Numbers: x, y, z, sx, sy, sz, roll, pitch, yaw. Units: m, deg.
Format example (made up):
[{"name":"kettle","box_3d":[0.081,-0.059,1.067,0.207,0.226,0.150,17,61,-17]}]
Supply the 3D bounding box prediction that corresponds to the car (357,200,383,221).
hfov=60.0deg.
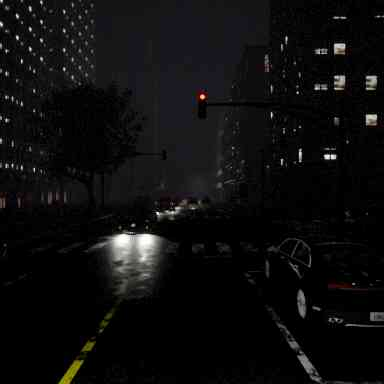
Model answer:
[{"name":"car","box_3d":[14.931,1.283,23.796,4.892,1.490,1.837,-1,0,-1]}]

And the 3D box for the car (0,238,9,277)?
[{"name":"car","box_3d":[-5.694,1.545,6.947,1.887,1.381,4.507,0,0,0]}]

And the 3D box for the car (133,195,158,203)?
[{"name":"car","box_3d":[-5.706,1.336,39.335,2.192,1.841,5.009,0,0,0]}]

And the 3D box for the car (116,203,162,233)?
[{"name":"car","box_3d":[-3.107,1.569,19.616,1.994,1.385,4.181,0,0,0]}]

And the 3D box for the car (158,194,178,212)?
[{"name":"car","box_3d":[-3.113,1.373,39.944,2.097,1.767,4.553,0,0,0]}]

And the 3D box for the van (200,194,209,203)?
[{"name":"van","box_3d":[2.664,1.402,72.475,1.690,1.788,3.998,0,0,0]}]

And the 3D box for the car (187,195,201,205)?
[{"name":"car","box_3d":[0.081,1.643,59.294,1.895,1.301,4.718,0,0,0]}]

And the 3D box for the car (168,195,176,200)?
[{"name":"car","box_3d":[-5.724,1.654,94.564,2.008,1.369,4.403,0,0,0]}]

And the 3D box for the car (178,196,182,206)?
[{"name":"car","box_3d":[-3.109,1.637,53.872,1.895,1.301,4.718,0,0,0]}]

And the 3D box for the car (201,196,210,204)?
[{"name":"car","box_3d":[2.666,1.578,67.122,1.752,1.417,4.829,0,0,0]}]

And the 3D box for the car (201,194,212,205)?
[{"name":"car","box_3d":[2.668,1.611,61.429,1.947,1.339,4.313,0,0,0]}]

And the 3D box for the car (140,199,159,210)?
[{"name":"car","box_3d":[-5.707,1.592,44.858,1.947,1.339,4.313,0,0,0]}]

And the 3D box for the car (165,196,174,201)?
[{"name":"car","box_3d":[-5.720,1.632,83.518,2.008,1.369,4.403,0,0,0]}]

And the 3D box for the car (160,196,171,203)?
[{"name":"car","box_3d":[-5.716,1.627,72.473,1.947,1.339,4.313,0,0,0]}]

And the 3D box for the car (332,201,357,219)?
[{"name":"car","box_3d":[13.416,1.350,26.359,4.403,1.369,2.008,-1,1,-1]}]

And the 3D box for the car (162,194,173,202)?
[{"name":"car","box_3d":[-5.719,1.386,77.995,2.192,1.841,5.009,0,0,0]}]

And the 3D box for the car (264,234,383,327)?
[{"name":"car","box_3d":[2.686,1.551,6.950,2.008,1.369,4.403,0,0,0]}]
